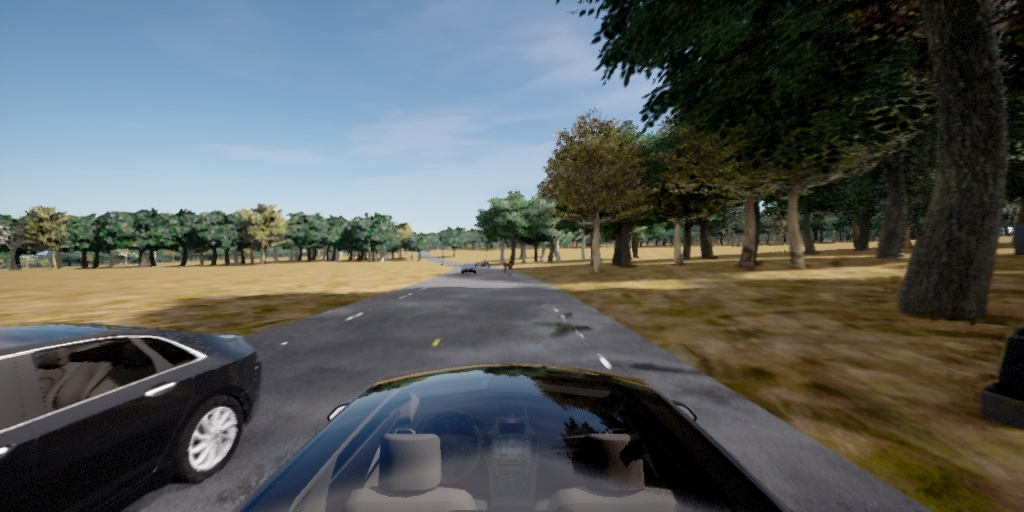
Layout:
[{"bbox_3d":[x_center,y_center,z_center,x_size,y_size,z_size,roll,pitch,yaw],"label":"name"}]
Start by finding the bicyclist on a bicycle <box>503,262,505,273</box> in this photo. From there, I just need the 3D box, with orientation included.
[{"bbox_3d":[-0.832,1.428,45.043,0.582,1.620,1.656,0,-1,-5],"label":"bicyclist on a bicycle"}]

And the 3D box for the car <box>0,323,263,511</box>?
[{"bbox_3d":[-3.618,1.273,1.888,1.837,1.490,4.892,0,0,0],"label":"car"}]

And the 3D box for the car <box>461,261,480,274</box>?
[{"bbox_3d":[-5.389,1.551,45.236,2.033,1.411,5.357,0,0,-4],"label":"car"}]

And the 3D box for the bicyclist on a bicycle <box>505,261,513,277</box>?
[{"bbox_3d":[-0.147,1.361,36.010,0.582,1.620,1.656,0,-1,-4],"label":"bicyclist on a bicycle"}]
